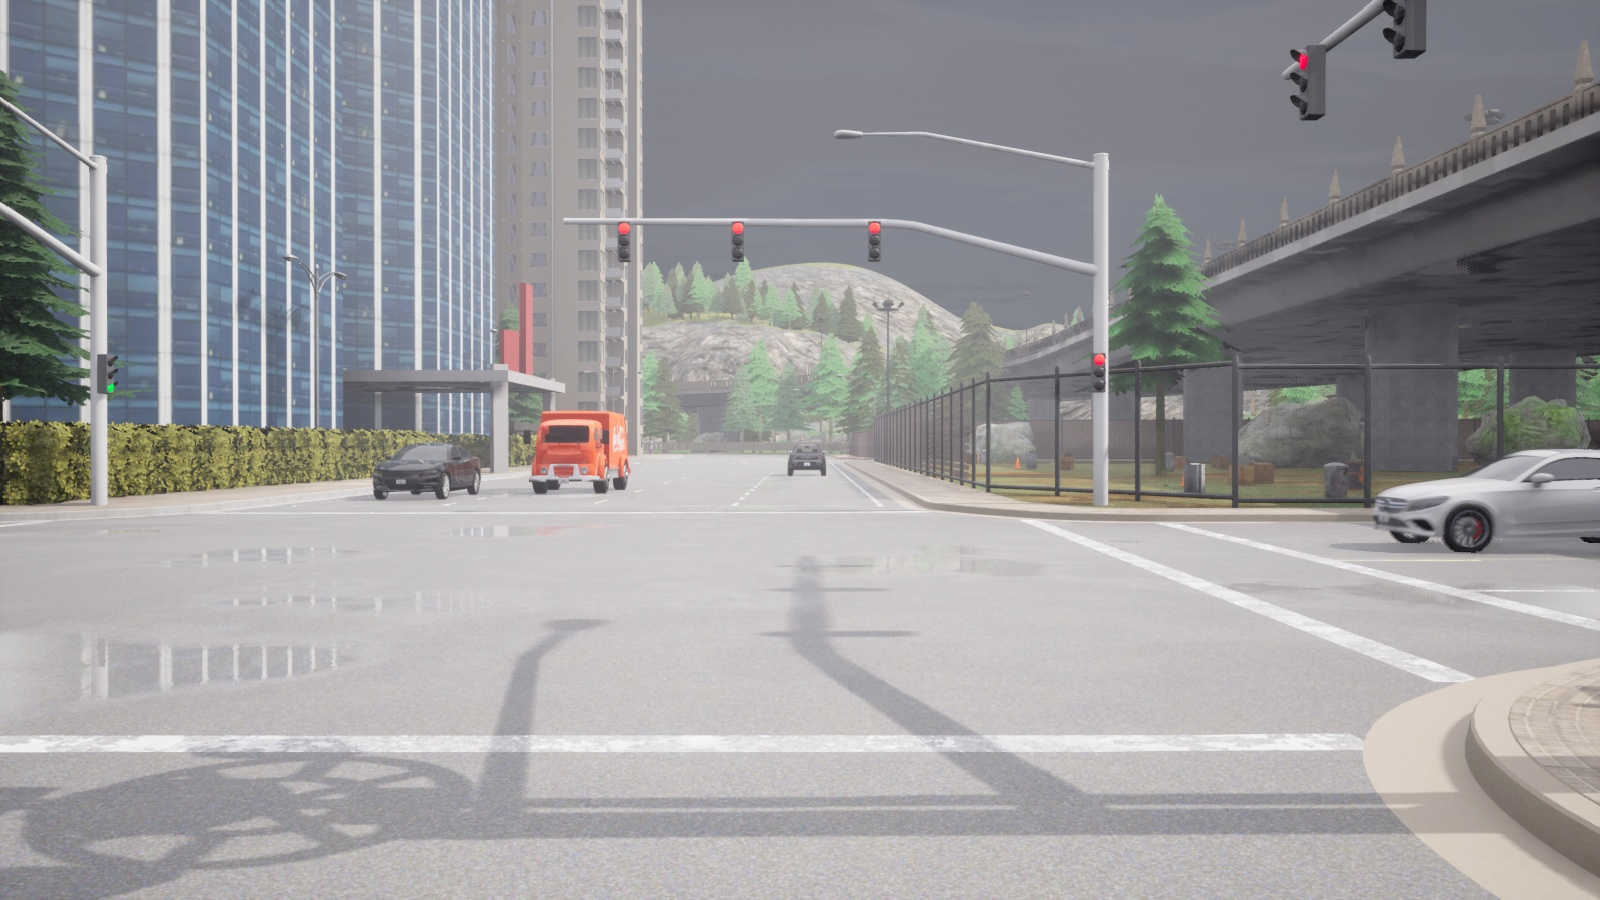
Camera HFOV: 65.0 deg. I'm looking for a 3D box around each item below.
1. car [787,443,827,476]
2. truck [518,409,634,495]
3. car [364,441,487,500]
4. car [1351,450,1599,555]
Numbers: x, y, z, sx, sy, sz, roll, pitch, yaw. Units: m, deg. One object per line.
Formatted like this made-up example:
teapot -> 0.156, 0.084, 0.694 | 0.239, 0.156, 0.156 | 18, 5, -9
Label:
car -> 0.325, 0.430, 58.524 | 1.816, 1.474, 4.193 | 0, 0, 0
truck -> -6.780, 0.036, 38.678 | 2.627, 2.467, 5.204 | 0, 0, 0
car -> -10.300, 0.519, 34.939 | 1.882, 1.535, 5.008 | 0, 0, 0
car -> 10.773, 0.733, 18.324 | 4.674, 1.442, 1.812 | 0, 0, 0
